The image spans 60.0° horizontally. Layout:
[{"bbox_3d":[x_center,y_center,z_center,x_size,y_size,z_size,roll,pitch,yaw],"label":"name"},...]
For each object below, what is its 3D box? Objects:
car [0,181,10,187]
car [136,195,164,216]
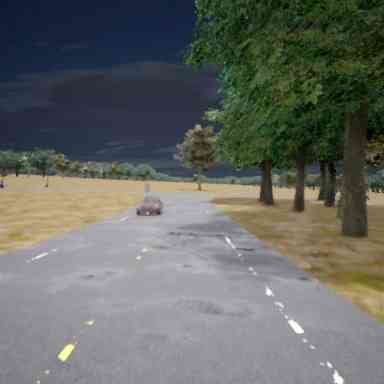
[{"bbox_3d":[-47.388,-1.916,82.167,4.674,1.442,1.812,2,2,2],"label":"car"},{"bbox_3d":[-3.768,1.182,30.338,2.097,1.767,4.553,0,1,0],"label":"car"}]
